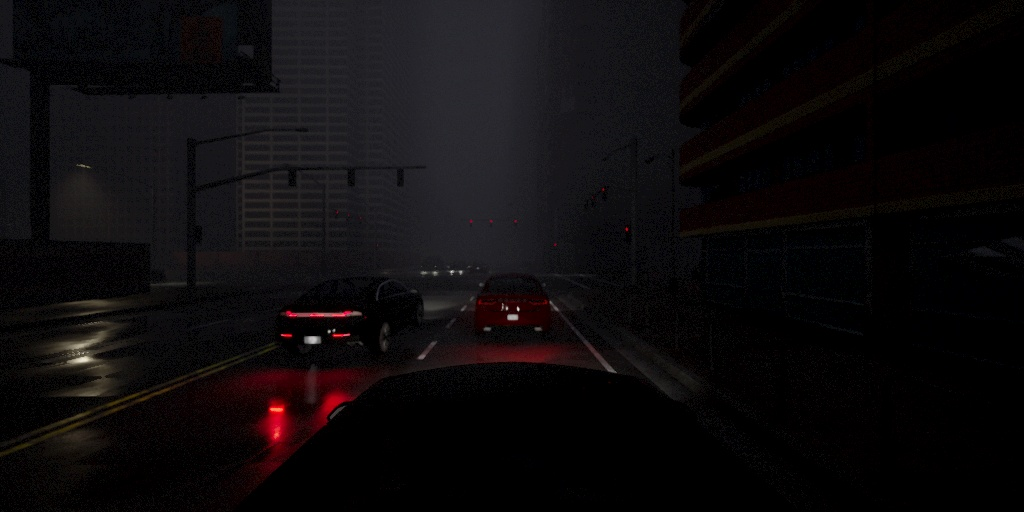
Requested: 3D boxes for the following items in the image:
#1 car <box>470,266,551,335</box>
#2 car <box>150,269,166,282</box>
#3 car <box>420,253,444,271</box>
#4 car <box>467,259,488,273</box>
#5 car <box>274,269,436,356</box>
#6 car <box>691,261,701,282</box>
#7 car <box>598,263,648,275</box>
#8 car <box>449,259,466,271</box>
[{"bbox_3d":[0.015,1.220,10.509,1.882,1.535,5.008,0,0,0],"label":"car"},{"bbox_3d":[-28.105,1.207,26.021,5.008,1.535,1.882,0,0,0],"label":"car"},{"bbox_3d":[-10.915,0.932,49.446,2.150,2.045,5.566,0,0,0],"label":"car"},{"bbox_3d":[-3.672,1.282,40.711,1.994,1.385,4.181,0,0,0],"label":"car"},{"bbox_3d":[-3.474,1.236,8.622,2.128,1.511,4.902,0,0,-1],"label":"car"},{"bbox_3d":[15.644,1.083,26.064,4.553,1.767,2.097,0,0,-1],"label":"car"},{"bbox_3d":[11.339,1.322,36.812,4.718,1.301,1.895,0,0,2],"label":"car"},{"bbox_3d":[-7.418,1.258,49.572,2.033,1.411,5.357,0,0,0],"label":"car"}]
